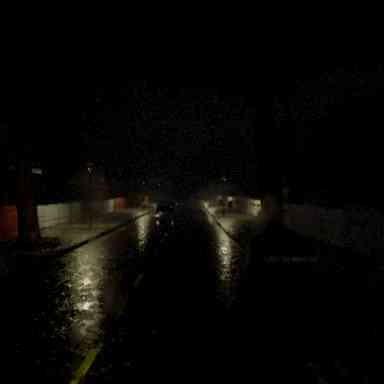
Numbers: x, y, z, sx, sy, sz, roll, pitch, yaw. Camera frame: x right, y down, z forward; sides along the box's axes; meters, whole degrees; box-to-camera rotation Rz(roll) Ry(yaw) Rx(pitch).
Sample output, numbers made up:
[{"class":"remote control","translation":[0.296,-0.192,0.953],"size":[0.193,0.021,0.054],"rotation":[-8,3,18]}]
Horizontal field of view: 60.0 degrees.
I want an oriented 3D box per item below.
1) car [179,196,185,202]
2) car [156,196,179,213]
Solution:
[{"class":"car","translation":[-2.688,1.563,77.965],"size":[1.895,1.301,4.718],"rotation":[0,0,1]},{"class":"car","translation":[-2.844,1.528,37.197],"size":[1.882,1.535,5.008],"rotation":[0,0,0]}]
